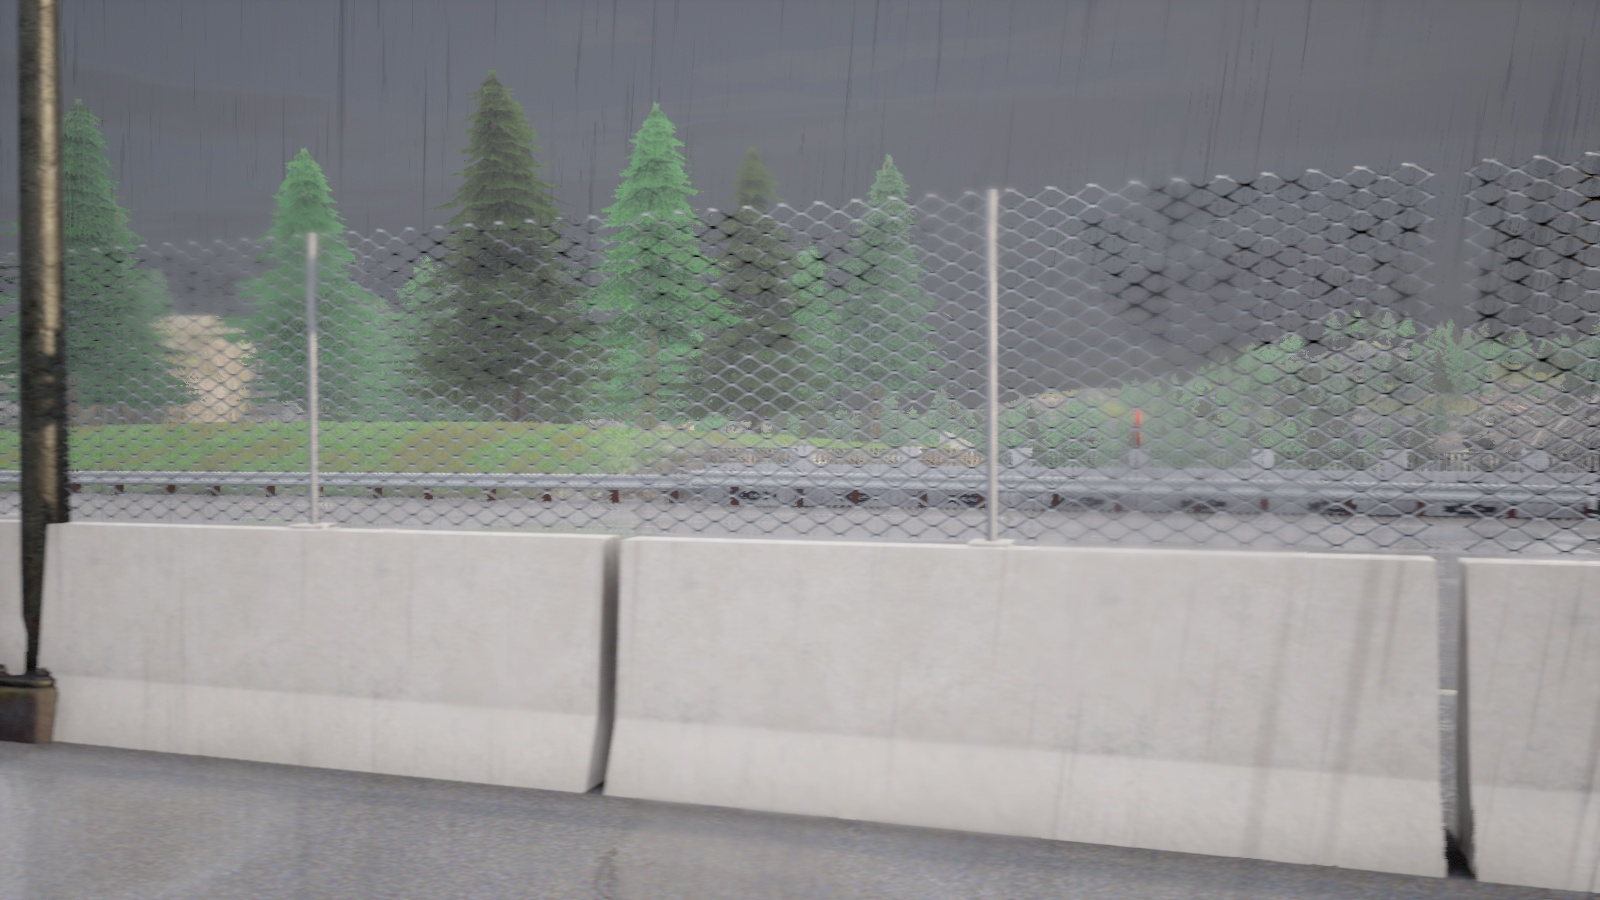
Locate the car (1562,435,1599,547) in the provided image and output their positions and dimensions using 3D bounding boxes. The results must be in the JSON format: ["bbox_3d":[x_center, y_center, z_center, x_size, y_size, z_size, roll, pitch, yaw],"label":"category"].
[{"bbox_3d":[13.472,0.570,17.122,4.902,1.511,2.128,1,1,19],"label":"car"}]
